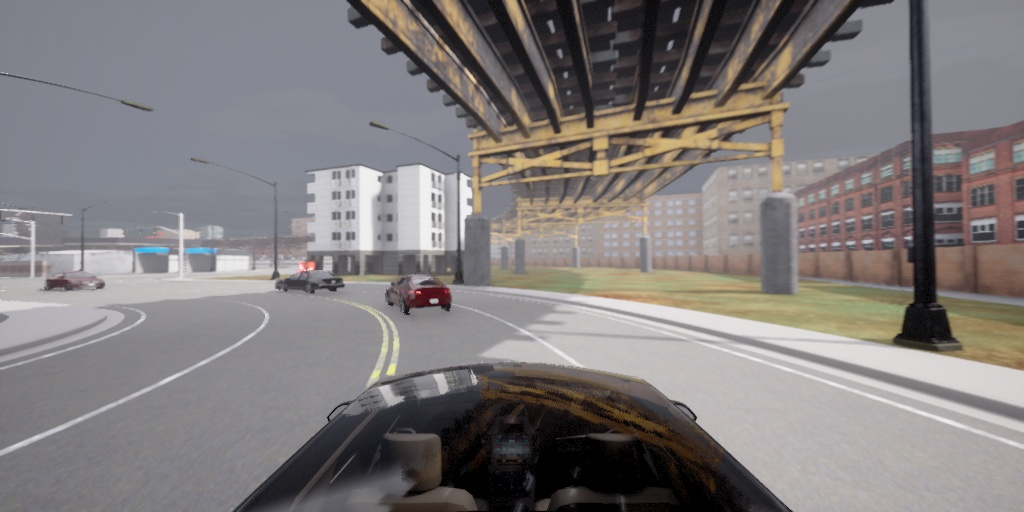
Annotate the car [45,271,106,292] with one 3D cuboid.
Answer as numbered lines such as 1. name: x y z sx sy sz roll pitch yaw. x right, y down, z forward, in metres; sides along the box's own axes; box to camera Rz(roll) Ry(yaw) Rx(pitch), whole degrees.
1. car: -33.196 1.883 27.201 4.674 1.442 1.812 -1 -1 19

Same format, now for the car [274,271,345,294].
1. car: -13.481 1.703 23.869 5.357 1.411 2.033 -1 -1 29

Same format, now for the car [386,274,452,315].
1. car: -3.928 1.484 14.893 1.812 1.442 4.674 0 -1 -30

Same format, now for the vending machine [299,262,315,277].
1. vending machine: -19.509 1.536 34.109 0.880 2.100 1.100 0 0 19
